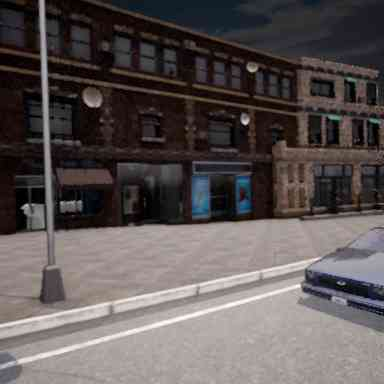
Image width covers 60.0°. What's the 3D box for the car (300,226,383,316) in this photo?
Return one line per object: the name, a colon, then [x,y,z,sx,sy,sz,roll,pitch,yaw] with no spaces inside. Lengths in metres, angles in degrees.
car: [4.759,1.485,7.394,5.357,1.411,2.033,-1,1,-35]
